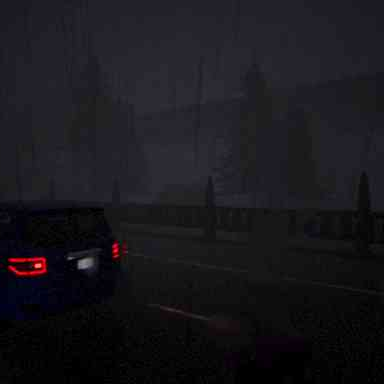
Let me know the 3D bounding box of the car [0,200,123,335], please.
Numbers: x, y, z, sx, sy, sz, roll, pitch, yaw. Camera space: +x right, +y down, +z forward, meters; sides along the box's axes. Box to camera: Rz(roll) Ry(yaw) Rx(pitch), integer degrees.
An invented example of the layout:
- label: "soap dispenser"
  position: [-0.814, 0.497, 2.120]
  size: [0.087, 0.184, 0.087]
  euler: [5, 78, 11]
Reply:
- label: "car"
  position: [-3.833, 1.189, 6.726]
  size: [5.566, 2.045, 2.150]
  euler: [0, 0, 36]

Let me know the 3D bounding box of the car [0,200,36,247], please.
- label: "car"
  position: [-9.252, 1.277, 14.892]
  size: [4.553, 1.767, 2.097]
  euler: [0, 0, 36]
